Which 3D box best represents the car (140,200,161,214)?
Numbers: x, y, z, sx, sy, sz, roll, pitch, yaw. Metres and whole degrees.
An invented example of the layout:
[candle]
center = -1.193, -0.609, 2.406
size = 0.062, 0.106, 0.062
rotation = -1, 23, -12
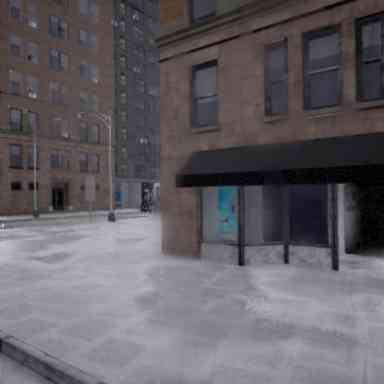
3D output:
[car]
center = -3.538, 1.526, 35.418
size = 1.994, 1.385, 4.181
rotation = -1, -1, 36
